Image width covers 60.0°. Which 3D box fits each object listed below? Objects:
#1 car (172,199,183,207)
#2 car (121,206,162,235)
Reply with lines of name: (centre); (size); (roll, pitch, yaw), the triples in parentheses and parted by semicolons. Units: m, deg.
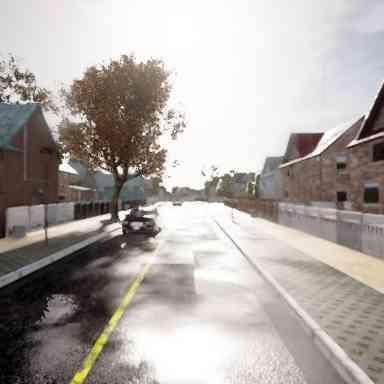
car: (-2.733, 2.109, 63.584); (2.033, 1.411, 5.357); (0, -1, 0)
car: (-2.844, 1.588, 19.513); (2.128, 1.511, 4.902); (0, 0, 0)
